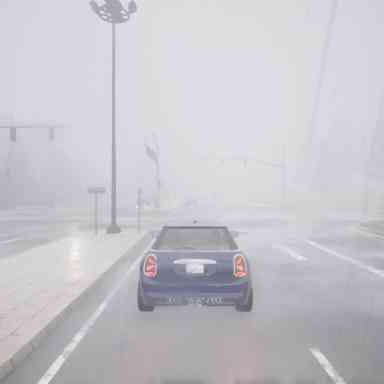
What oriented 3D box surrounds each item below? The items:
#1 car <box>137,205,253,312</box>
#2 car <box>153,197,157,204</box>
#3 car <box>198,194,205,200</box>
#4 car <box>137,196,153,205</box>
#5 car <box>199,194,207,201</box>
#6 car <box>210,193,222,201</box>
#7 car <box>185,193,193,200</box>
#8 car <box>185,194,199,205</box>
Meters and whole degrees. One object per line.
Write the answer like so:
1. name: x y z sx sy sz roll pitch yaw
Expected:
1. car: 0.069 1.352 7.891 2.097 1.767 4.553 0 0 0
2. car: -8.383 1.503 66.261 1.837 1.490 4.892 0 0 0
3. car: 2.669 1.440 95.597 1.882 1.535 5.008 0 0 -1
4. car: -8.293 1.504 57.052 1.837 1.490 4.892 0 0 -1
5. car: 2.836 1.511 85.274 1.812 1.442 4.674 0 0 -1
6. car: 6.341 1.213 85.003 2.150 2.045 5.566 0 0 -1
7. car: -0.831 1.187 95.570 2.150 2.045 5.566 0 0 -1
8. car: -0.171 1.524 54.711 1.812 1.442 4.674 0 0 -1
